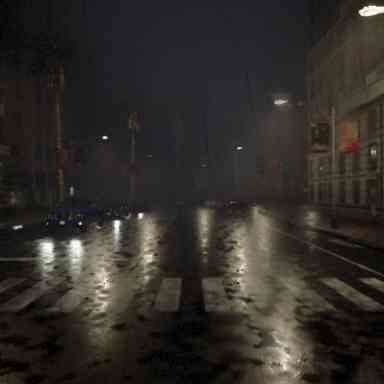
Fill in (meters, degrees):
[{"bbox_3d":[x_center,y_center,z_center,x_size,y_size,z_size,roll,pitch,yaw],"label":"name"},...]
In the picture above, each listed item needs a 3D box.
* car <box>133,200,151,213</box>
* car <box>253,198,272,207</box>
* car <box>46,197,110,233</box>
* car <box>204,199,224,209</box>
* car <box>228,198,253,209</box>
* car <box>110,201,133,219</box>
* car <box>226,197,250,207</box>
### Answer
[{"bbox_3d":[-6.380,1.679,41.104,1.882,1.535,5.008,0,0,7],"label":"car"},{"bbox_3d":[12.419,1.792,58.603,1.837,1.490,4.892,0,0,41],"label":"car"},{"bbox_3d":[-7.094,1.324,20.970,2.150,2.045,5.566,0,0,0],"label":"car"},{"bbox_3d":[3.254,1.770,49.826,1.812,1.442,4.674,0,0,22],"label":"car"},{"bbox_3d":[7.056,1.735,49.806,2.128,1.511,4.902,0,0,25],"label":"car"},{"bbox_3d":[-7.032,1.655,30.661,1.837,1.490,4.892,0,0,1],"label":"car"},{"bbox_3d":[8.197,1.766,58.820,1.882,1.535,5.008,0,0,38],"label":"car"}]
